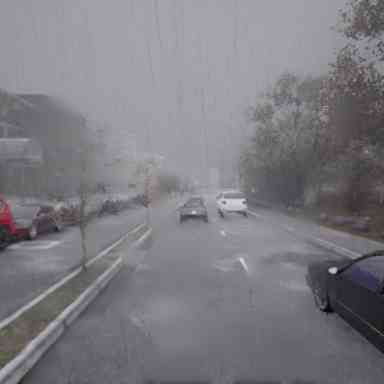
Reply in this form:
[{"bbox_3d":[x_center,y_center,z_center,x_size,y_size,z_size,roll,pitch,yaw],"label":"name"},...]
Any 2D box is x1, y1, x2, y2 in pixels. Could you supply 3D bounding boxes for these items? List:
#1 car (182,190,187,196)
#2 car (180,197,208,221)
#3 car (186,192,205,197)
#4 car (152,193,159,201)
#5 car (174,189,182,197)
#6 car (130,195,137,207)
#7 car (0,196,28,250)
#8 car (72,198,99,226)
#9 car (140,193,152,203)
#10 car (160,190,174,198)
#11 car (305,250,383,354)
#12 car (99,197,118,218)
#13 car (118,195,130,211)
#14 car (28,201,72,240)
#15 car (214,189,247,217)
[{"bbox_3d":[-3.891,0.100,93.853,2.435,2.045,5.566,0,1,10],"label":"car"},{"bbox_3d":[0.136,1.342,24.694,1.994,1.385,4.181,0,1,0],"label":"car"},{"bbox_3d":[0.568,1.109,41.154,1.837,1.490,4.892,0,1,2],"label":"car"},{"bbox_3d":[-7.562,0.874,59.141,2.163,1.488,4.792,0,1,3],"label":"car"},{"bbox_3d":[-4.771,0.437,88.380,2.231,1.521,4.892,0,1,9],"label":"car"},{"bbox_3d":[-7.868,1.103,38.555,2.231,1.521,4.892,0,1,0],"label":"car"},{"bbox_3d":[-8.026,1.140,10.787,2.435,2.045,5.566,0,1,0],"label":"car"},{"bbox_3d":[-7.963,1.324,21.913,2.002,1.452,4.674,0,1,0],"label":"car"},{"bbox_3d":[-7.805,0.969,49.547,2.097,1.535,5.008,0,1,1],"label":"car"},{"bbox_3d":[-6.189,0.592,77.145,1.946,1.575,5.366,0,1,7],"label":"car"},{"bbox_3d":[3.250,1.510,4.450,2.033,1.411,5.357,0,0,0],"label":"car"},{"bbox_3d":[-7.931,1.256,27.428,2.163,1.488,4.792,0,1,0],"label":"car"},{"bbox_3d":[-7.900,1.205,33.005,2.002,1.452,4.674,0,1,0],"label":"car"},{"bbox_3d":[-7.994,1.369,16.334,2.163,1.488,4.792,0,1,0],"label":"car"},{"bbox_3d":[3.327,0.963,28.476,2.150,2.045,5.566,0,1,1],"label":"car"}]
